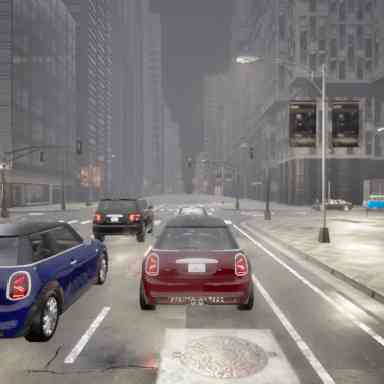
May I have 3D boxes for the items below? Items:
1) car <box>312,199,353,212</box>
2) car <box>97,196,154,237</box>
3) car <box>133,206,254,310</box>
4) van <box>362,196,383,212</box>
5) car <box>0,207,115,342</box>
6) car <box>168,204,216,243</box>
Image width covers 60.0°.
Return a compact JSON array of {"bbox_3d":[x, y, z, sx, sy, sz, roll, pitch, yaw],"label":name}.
[{"bbox_3d":[15.793,1.513,37.554,4.403,1.369,2.008,0,0,0],"label":"car"},{"bbox_3d":[-3.186,1.222,16.341,2.150,2.045,5.566,0,0,0],"label":"car"},{"bbox_3d":[0.082,1.352,7.949,2.097,1.767,4.553,0,0,0],"label":"car"},{"bbox_3d":[21.411,1.292,37.542,3.998,1.788,1.690,0,0,0],"label":"van"},{"bbox_3d":[-3.165,1.352,6.629,2.097,1.767,4.553,0,0,0],"label":"car"},{"bbox_3d":[0.052,1.491,17.136,2.128,1.511,4.902,0,0,2],"label":"car"}]
